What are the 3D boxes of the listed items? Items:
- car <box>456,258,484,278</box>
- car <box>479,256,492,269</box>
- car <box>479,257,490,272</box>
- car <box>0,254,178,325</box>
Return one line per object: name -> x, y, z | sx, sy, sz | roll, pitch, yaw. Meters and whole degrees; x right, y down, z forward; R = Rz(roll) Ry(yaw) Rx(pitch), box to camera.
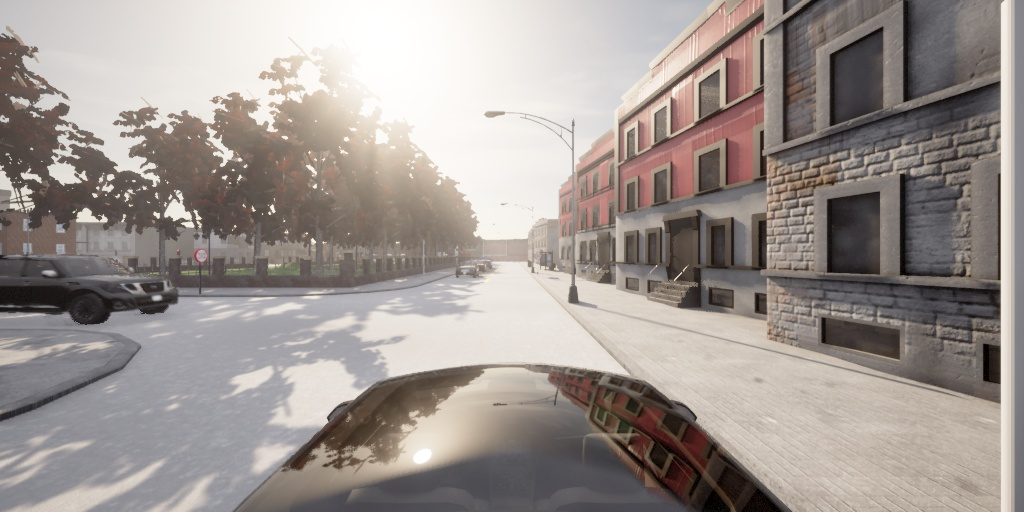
car -> -4.179, 1.241, 34.182 | 2.128, 1.511, 4.902 | 0, 0, 0
car -> -4.198, 0.971, 55.065 | 2.150, 2.045, 5.566 | 0, 0, 0
car -> -4.199, 1.228, 44.330 | 1.882, 1.535, 5.008 | 0, 0, 0
car -> -13.986, 0.971, 11.276 | 5.566, 2.045, 2.150 | 0, 0, -1
